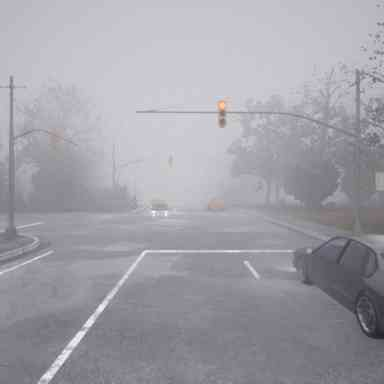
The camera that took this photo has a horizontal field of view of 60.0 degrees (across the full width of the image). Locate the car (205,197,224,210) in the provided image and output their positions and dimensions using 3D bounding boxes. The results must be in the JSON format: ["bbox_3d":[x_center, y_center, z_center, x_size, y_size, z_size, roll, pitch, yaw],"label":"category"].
[{"bbox_3d":[3.026,1.438,44.878,2.097,1.767,4.553,0,-1,-3],"label":"car"}]

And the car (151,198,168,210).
[{"bbox_3d":[-4.138,1.558,43.881,1.882,1.535,5.008,0,-1,-3],"label":"car"}]

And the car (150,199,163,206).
[{"bbox_3d":[-7.406,2.108,68.988,2.033,1.411,5.357,0,-1,-13],"label":"car"}]

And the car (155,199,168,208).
[{"bbox_3d":[-5.072,1.796,54.996,2.033,1.411,5.357,0,-1,-7],"label":"car"}]

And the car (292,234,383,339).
[{"bbox_3d":[3.591,1.546,6.501,2.033,1.411,5.357,0,0,0],"label":"car"}]
